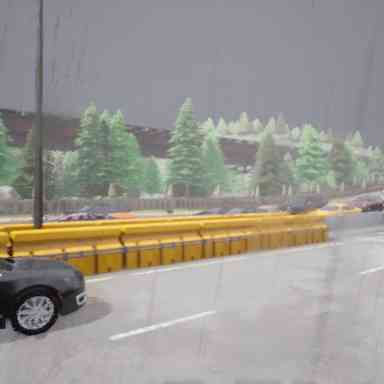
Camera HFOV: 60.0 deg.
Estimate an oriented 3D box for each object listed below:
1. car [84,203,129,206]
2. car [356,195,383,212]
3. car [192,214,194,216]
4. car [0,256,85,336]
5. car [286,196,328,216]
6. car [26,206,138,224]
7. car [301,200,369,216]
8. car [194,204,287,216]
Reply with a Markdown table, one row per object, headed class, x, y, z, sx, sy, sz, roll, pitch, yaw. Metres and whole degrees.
| class | x | y | z | sx | sy | sz | roll | pitch | yaw |
| --- | --- | --- | --- | --- | --- | --- | --- | --- | --- |
| car | -5.136 | 1.390 | 17.488 | 4.553 | 1.767 | 2.097 | 0 | 0 | -35 |
| car | 17.632 | 1.181 | 33.769 | 4.553 | 1.767 | 2.097 | -3 | 2 | -36 |
| car | 1.851 | 1.659 | 22.389 | 4.181 | 1.385 | 1.994 | 0 | 0 | -36 |
| car | -4.161 | 1.502 | 5.078 | 4.892 | 1.490 | 1.837 | 0 | 0 | -36 |
| car | 9.360 | 1.341 | 27.797 | 5.566 | 2.045 | 2.150 | -1 | 0 | -36 |
| car | -4.878 | 1.515 | 13.359 | 4.902 | 1.511 | 2.128 | 0 | 0 | -36 |
| car | 10.517 | 1.605 | 24.316 | 5.008 | 1.535 | 1.882 | 0 | 0 | -36 |
| car | 2.846 | 1.564 | 18.822 | 5.008 | 1.535 | 1.882 | 0 | 0 | -35 |
